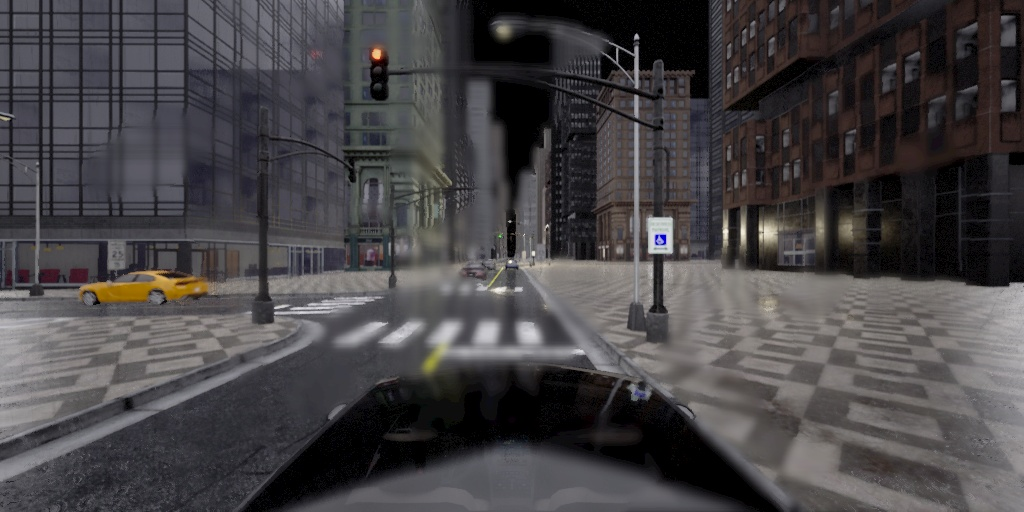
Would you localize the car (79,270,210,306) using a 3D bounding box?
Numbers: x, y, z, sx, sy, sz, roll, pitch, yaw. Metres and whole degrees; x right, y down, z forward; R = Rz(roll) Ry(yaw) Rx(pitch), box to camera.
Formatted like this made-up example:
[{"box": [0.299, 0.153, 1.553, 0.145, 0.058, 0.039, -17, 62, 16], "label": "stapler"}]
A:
[{"box": [-17.130, 1.457, 16.810, 5.008, 1.535, 1.882, -1, 0, 1], "label": "car"}]

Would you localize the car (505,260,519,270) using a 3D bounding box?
[{"box": [-0.020, 1.304, 53.416, 1.994, 1.385, 4.181, 0, 0, 0], "label": "car"}]

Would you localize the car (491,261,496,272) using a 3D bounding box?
[{"box": [-3.101, 1.301, 46.423, 1.994, 1.385, 4.181, 0, 0, 0], "label": "car"}]

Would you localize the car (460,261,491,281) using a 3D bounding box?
[{"box": [-3.110, 1.302, 29.862, 1.994, 1.385, 4.181, 0, 0, 0], "label": "car"}]
